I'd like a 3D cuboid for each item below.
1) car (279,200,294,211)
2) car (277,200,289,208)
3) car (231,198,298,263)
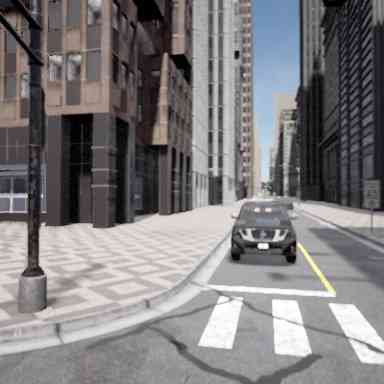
[{"bbox_3d":[14.226,1.995,50.053,1.837,1.490,4.892,0,0,12],"label":"car"},{"bbox_3d":[16.358,2.157,59.756,1.895,1.301,4.718,0,0,12],"label":"car"},{"bbox_3d":[2.823,1.371,13.123,2.150,2.045,5.566,0,-1,12],"label":"car"}]
